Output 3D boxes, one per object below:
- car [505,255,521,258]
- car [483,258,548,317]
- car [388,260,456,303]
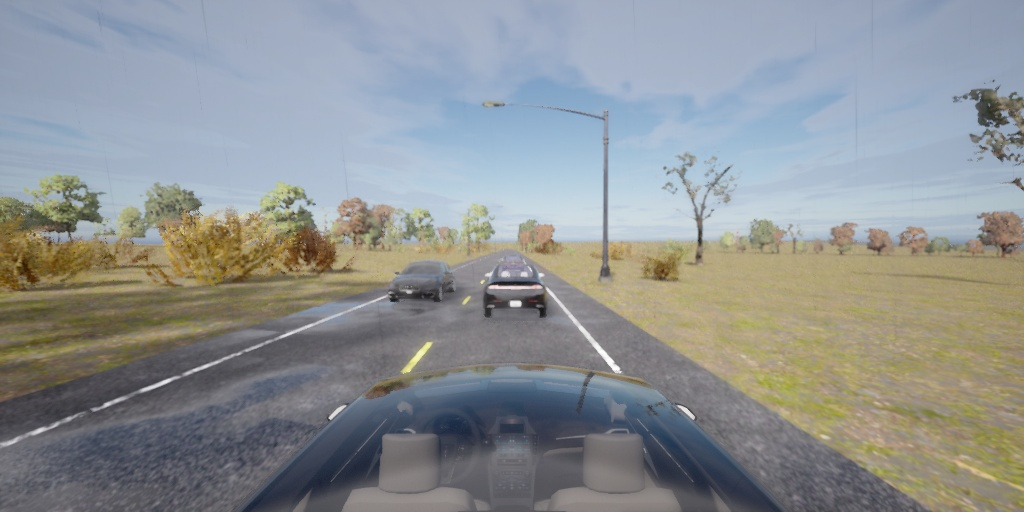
[{"bbox_3d":[0.097,0.616,30.535,2.033,1.411,5.357,0,1,0],"label":"car"},{"bbox_3d":[0.098,0.999,11.915,2.128,1.511,4.902,0,1,0],"label":"car"},{"bbox_3d":[-3.506,0.954,14.702,1.837,1.490,4.892,0,1,0],"label":"car"}]
